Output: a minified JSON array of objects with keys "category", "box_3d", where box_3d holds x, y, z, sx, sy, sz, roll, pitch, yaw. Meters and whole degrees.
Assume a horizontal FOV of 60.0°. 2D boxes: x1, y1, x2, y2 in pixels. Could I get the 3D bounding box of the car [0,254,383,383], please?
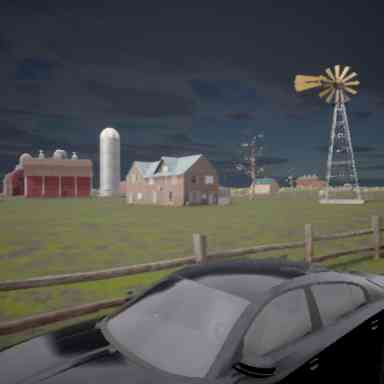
[{"category":"car","box_3d":[0.415,1.496,3.374,5.008,1.535,1.882,0,0,-37]}]
